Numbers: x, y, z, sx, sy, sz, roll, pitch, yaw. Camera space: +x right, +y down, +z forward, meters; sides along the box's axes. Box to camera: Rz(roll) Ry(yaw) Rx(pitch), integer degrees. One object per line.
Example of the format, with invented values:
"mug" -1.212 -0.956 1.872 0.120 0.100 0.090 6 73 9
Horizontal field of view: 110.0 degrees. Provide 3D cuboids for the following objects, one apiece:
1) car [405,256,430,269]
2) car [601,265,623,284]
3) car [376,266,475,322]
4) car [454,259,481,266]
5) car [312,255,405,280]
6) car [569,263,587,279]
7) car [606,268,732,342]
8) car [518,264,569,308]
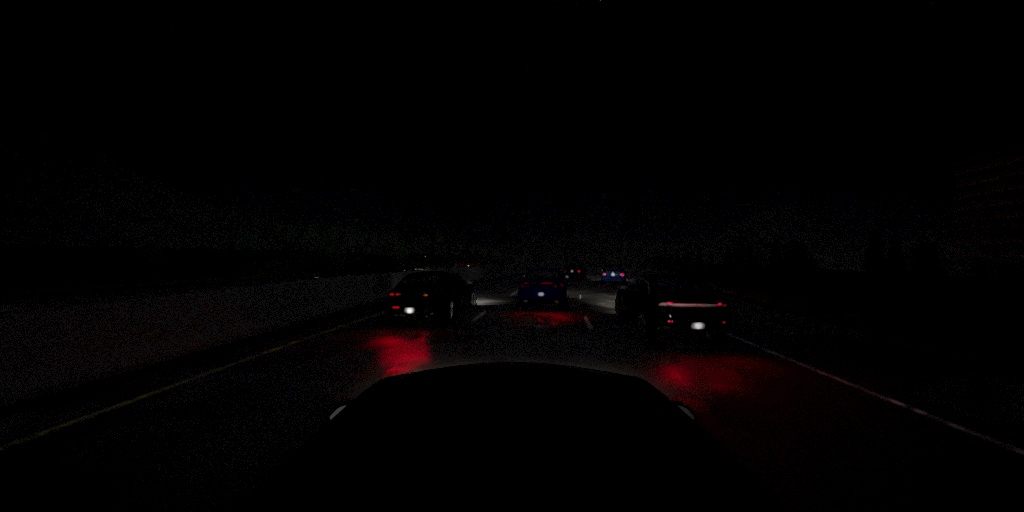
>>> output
"car" -10.934 0.987 38.674 2.150 2.045 5.566 0 0 17
"car" 7.931 1.383 27.991 2.033 1.411 5.357 0 0 17
"car" -2.566 1.262 12.356 1.837 1.490 4.892 0 0 7
"car" -5.519 1.152 44.481 2.097 1.767 4.553 0 0 17
"car" -8.581 0.963 20.317 2.150 2.045 5.566 0 0 12
"car" 5.906 1.383 33.441 2.033 1.411 5.357 0 0 17
"car" 4.195 1.277 10.038 2.128 1.511 4.902 0 0 6
"car" 1.446 1.260 15.690 1.882 1.535 5.008 0 0 9
